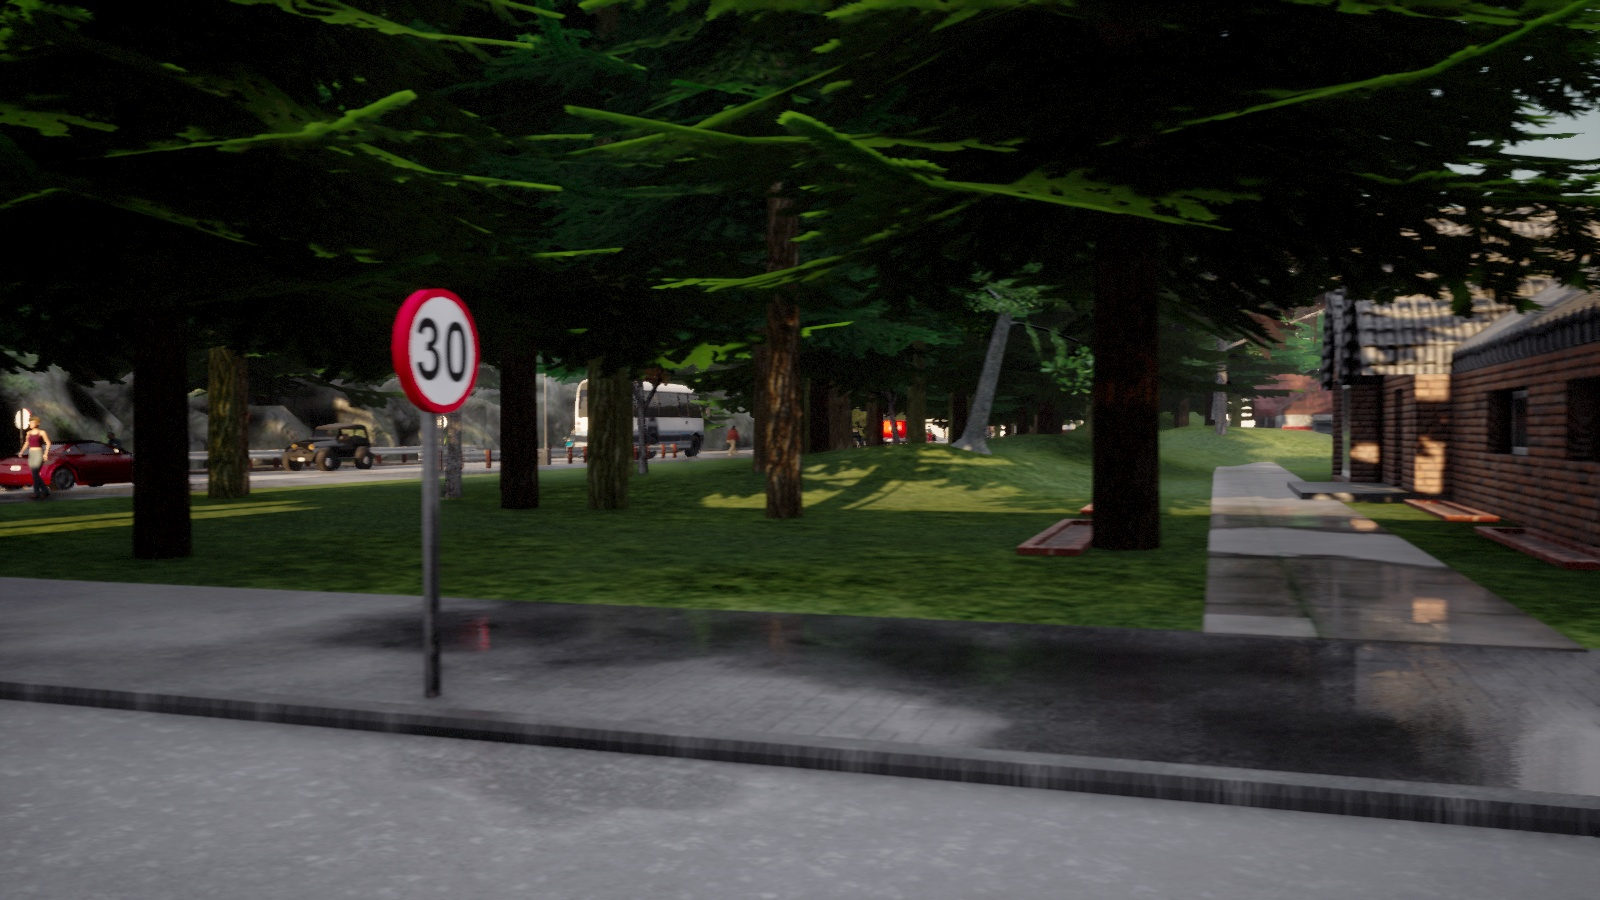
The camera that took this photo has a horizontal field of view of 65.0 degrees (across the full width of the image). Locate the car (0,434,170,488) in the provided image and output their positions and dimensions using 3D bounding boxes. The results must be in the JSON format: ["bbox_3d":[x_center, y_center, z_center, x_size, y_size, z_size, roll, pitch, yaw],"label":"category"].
[{"bbox_3d":[-19.927,0.258,34.829,1.994,1.385,4.181,1,1,18],"label":"car"}]

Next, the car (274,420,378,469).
[{"bbox_3d":[-18.973,-0.257,50.469,1.905,1.878,3.866,1,1,18],"label":"car"}]

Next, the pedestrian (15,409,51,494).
[{"bbox_3d":[-16.946,0.028,27.759,0.345,1.836,0.594,0,1,15],"label":"pedestrian"}]

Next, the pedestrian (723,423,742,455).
[{"bbox_3d":[-3.849,-0.624,71.520,0.634,1.844,0.899,1,1,35],"label":"pedestrian"}]

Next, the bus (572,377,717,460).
[{"bbox_3d":[-8.395,-1.697,69.631,3.944,4.253,10.273,0,1,19],"label":"bus"}]
